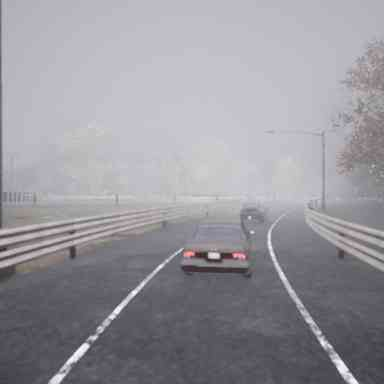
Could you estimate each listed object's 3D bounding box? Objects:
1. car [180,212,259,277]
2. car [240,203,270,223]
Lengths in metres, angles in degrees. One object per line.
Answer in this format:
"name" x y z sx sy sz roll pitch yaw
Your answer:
"car" 0.933 1.566 10.357 2.033 1.411 5.357 0 0 10
"car" 5.018 1.619 26.689 1.837 1.490 4.892 0 0 19
